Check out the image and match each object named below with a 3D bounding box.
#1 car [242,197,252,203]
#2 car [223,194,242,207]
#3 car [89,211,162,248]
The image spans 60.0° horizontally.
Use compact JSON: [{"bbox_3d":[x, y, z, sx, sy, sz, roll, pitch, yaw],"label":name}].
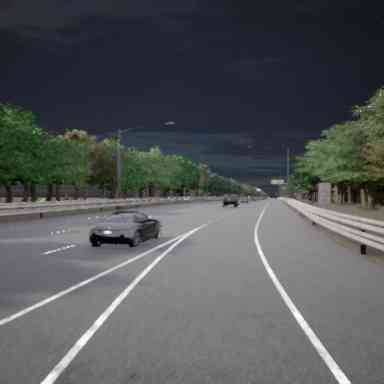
[{"bbox_3d":[12.146,1.879,77.058,2.033,1.411,5.357,0,-1,14],"label":"car"},{"bbox_3d":[6.212,1.325,52.662,2.150,2.045,5.566,0,0,14],"label":"car"},{"bbox_3d":[-2.828,1.555,14.964,1.994,1.385,4.181,0,0,13],"label":"car"}]
